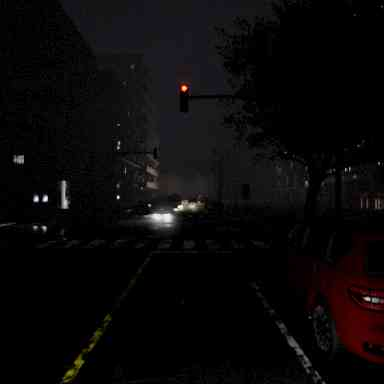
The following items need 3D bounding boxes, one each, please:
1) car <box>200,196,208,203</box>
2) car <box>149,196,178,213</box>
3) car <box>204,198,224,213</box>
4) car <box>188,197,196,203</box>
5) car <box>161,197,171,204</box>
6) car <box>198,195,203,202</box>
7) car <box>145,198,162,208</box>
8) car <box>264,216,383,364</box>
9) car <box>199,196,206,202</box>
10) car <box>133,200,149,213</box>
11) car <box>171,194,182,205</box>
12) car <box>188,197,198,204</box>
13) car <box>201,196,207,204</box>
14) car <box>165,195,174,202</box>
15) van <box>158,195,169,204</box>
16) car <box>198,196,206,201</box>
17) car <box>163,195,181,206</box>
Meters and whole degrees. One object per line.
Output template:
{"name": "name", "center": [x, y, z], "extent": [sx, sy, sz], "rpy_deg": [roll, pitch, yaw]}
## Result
{"name": "car", "center": [2.742, 1.713, 77.140], "extent": [1.752, 1.417, 4.829], "rpy_deg": [0, 0, 0]}
{"name": "car", "center": [-3.113, 1.568, 37.725], "extent": [2.128, 1.511, 4.902], "rpy_deg": [0, 0, 2]}
{"name": "car", "center": [2.717, 1.621, 38.242], "extent": [1.887, 1.381, 4.507], "rpy_deg": [0, 0, 0]}
{"name": "car", "center": [0.055, 1.790, 79.323], "extent": [1.895, 1.301, 4.718], "rpy_deg": [0, 0, 0]}
{"name": "car", "center": [-5.641, 1.752, 71.443], "extent": [1.802, 1.307, 4.206], "rpy_deg": [0, 0, 0]}
{"name": "car", "center": [2.735, 1.736, 65.904], "extent": [1.802, 1.307, 4.206], "rpy_deg": [0, 0, 0]}
{"name": "car", "center": [-5.656, 1.656, 49.313], "extent": [2.008, 1.369, 4.403], "rpy_deg": [0, 0, 0]}
{"name": "car", "center": [2.697, 1.325, 5.854], "extent": [2.192, 1.841, 5.009], "rpy_deg": [0, 0, 0]}
{"name": "car", "center": [2.750, 1.769, 88.036], "extent": [1.887, 1.381, 4.507], "rpy_deg": [0, 0, 0]}
{"name": "car", "center": [-5.663, 1.627, 38.247], "extent": [2.008, 1.369, 4.403], "rpy_deg": [0, 0, 0]}
{"name": "car", "center": [-3.026, 1.358, 60.077], "extent": [2.150, 2.045, 5.566], "rpy_deg": [0, 0, 0]}
{"name": "car", "center": [0.150, 1.728, 69.422], "extent": [1.994, 1.385, 4.181], "rpy_deg": [0, 0, 0]}
{"name": "car", "center": [2.724, 1.631, 49.477], "extent": [1.752, 1.417, 4.829], "rpy_deg": [0, 0, 0]}
{"name": "car", "center": [-5.634, 1.645, 82.509], "extent": [1.967, 1.590, 4.097], "rpy_deg": [0, 0, 0]}
{"name": "van", "center": [-5.645, 1.495, 65.912], "extent": [1.690, 1.788, 3.998], "rpy_deg": [0, 0, 0]}
{"name": "car", "center": [2.753, 1.795, 93.568], "extent": [2.008, 1.369, 4.403], "rpy_deg": [0, 0, 0]}
{"name": "car", "center": [-3.053, 1.583, 49.238], "extent": [1.882, 1.535, 5.008], "rpy_deg": [0, 0, 0]}
